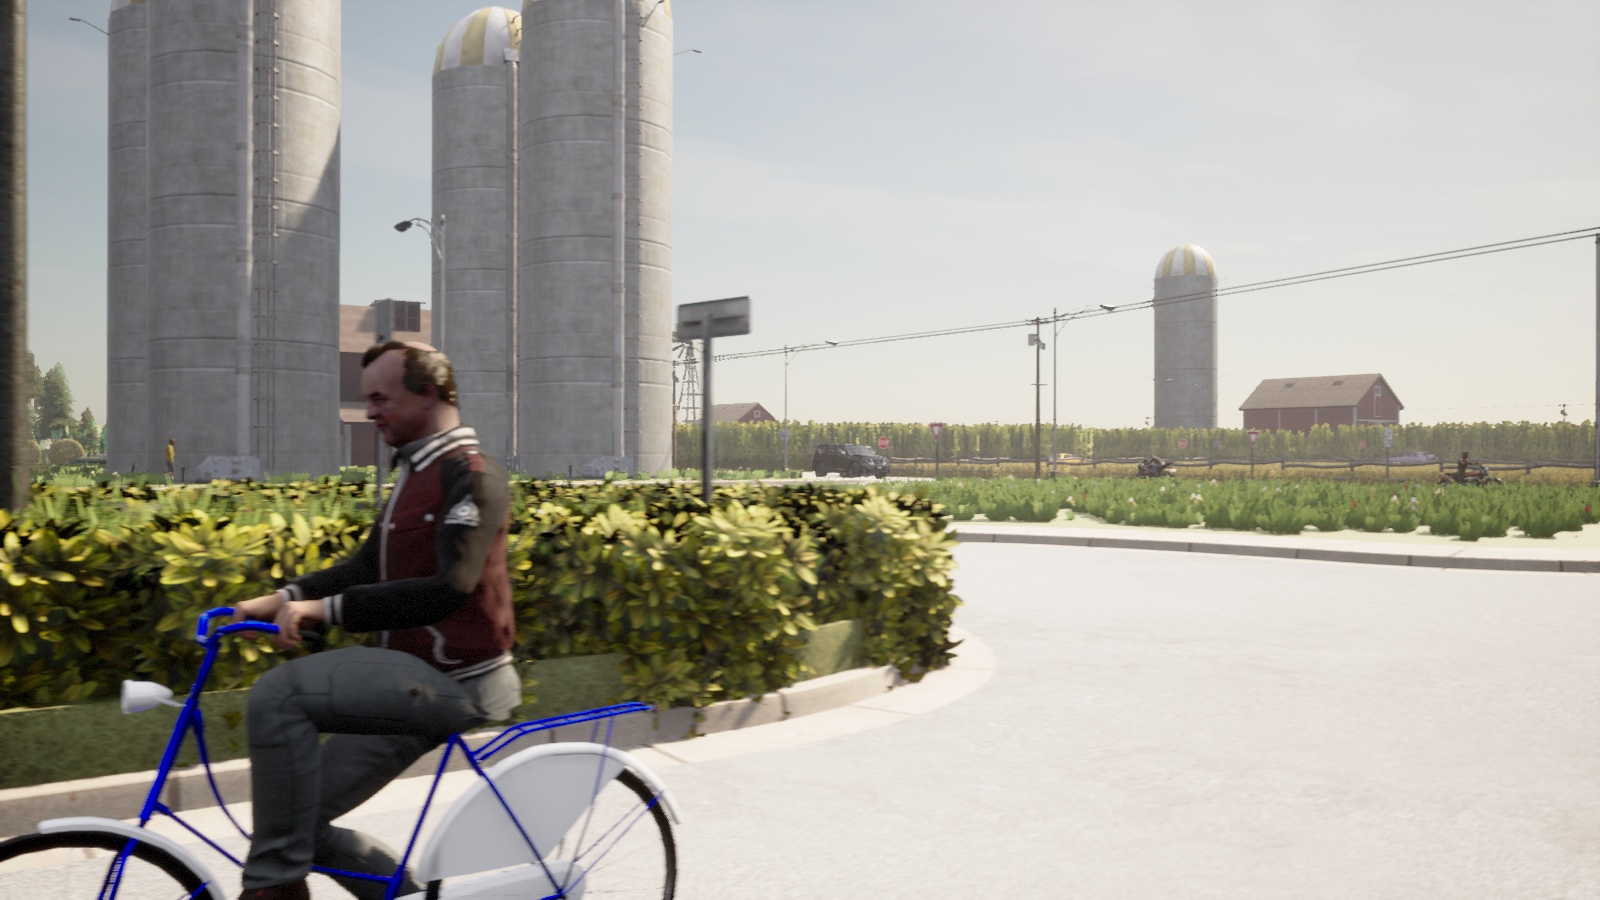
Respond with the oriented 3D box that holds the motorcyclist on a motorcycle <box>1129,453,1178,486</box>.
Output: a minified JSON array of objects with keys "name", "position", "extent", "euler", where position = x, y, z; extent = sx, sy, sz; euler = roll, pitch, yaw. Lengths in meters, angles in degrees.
[{"name":"motorcyclist on a motorcycle","position":[16.588,0.889,58.986],"extent":[0.866,1.530,2.191],"euler":[0,0,-35]}]

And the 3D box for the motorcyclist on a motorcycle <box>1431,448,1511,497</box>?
[{"name":"motorcyclist on a motorcycle","position":[23.163,0.752,43.368],"extent":[0.766,1.649,2.350],"euler":[0,0,-34]}]

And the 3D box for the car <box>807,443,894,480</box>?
[{"name":"car","position":[2.859,0.636,72.661],"extent":[2.150,2.045,5.566],"euler":[0,0,-34]}]

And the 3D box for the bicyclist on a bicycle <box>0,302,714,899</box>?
[{"name":"bicyclist on a bicycle","position":[-1.158,0.625,2.853],"extent":[1.843,1.776,0.659],"euler":[0,0,-35]}]

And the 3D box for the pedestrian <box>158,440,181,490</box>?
[{"name":"pedestrian","position":[-23.306,0.563,46.409],"extent":[0.726,1.835,0.370],"euler":[0,0,-33]}]
